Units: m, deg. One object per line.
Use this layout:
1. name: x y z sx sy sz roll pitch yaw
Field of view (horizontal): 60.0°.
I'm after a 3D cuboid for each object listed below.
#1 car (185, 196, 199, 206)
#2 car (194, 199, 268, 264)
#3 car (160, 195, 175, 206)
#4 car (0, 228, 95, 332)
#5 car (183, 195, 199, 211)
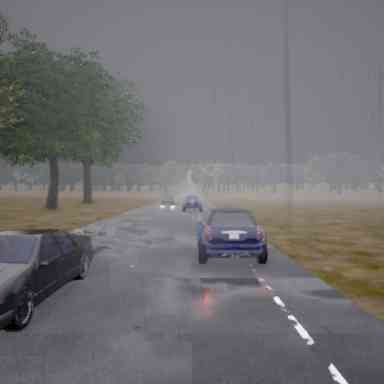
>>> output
1. car: 0.025 1.298 48.596 1.994 1.385 4.181 0 0 0
2. car: 1.226 1.294 11.773 2.097 1.767 4.553 0 0 0
3. car: -3.567 1.232 49.610 1.837 1.490 4.892 0 0 0
4. car: -3.599 1.514 7.035 2.033 1.411 5.357 0 0 0
5. car: 0.059 1.155 37.045 2.097 1.767 4.553 0 0 0
